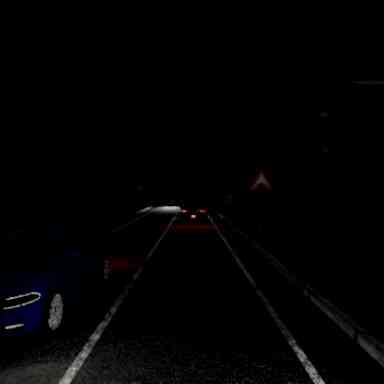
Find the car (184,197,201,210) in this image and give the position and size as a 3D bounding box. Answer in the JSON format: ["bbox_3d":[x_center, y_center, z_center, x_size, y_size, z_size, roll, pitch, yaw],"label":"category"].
[{"bbox_3d":[0.108,1.446,42.579,2.033,1.411,5.357,0,0,0],"label":"car"}]

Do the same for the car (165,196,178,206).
[{"bbox_3d":[-3.062,1.368,50.282,2.128,1.511,4.902,0,0,0],"label":"car"}]

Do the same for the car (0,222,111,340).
[{"bbox_3d":[-3.098,1.476,6.934,1.882,1.535,5.008,0,0,0],"label":"car"}]

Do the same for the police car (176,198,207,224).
[{"bbox_3d":[0.107,1.470,24.761,2.038,1.542,4.974,0,0,0],"label":"police car"}]
